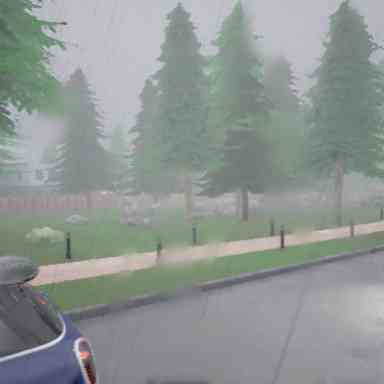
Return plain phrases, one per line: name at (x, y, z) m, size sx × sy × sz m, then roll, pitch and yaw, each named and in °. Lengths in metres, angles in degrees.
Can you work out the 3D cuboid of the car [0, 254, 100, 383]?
car at (-2.904, 1.362, 1.925) m, size 4.553 × 1.767 × 2.097 m, roll -1°, pitch 0°, yaw -36°
